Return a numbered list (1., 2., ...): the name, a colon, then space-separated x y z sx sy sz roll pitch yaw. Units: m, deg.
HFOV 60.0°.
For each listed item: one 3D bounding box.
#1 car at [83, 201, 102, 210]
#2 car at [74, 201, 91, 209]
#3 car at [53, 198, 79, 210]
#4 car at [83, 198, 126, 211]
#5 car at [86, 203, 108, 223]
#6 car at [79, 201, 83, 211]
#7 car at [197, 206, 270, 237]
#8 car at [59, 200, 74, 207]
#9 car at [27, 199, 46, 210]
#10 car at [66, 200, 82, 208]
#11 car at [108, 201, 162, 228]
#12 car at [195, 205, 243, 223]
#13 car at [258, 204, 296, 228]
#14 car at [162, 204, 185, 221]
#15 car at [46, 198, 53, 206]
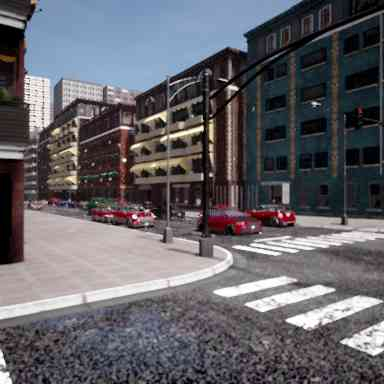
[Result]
1. car: -16.815 2.246 55.991 1.802 1.307 4.206 -1 0 -35
2. car: -19.989 2.313 60.543 1.802 1.307 4.206 -1 0 -35
3. car: -18.937 1.924 49.756 1.895 1.301 4.718 0 -1 -35
4. car: -9.601 1.629 36.197 2.150 2.045 5.566 0 -1 -35
5. car: -7.400 1.897 28.709 1.802 1.307 4.206 -1 0 -35
6. car: -16.229 2.206 50.811 1.895 1.301 4.718 0 -1 -35
7. car: 2.125 1.720 19.393 1.994 1.385 4.181 0 -1 -35
8. car: -26.336 2.417 69.646 2.008 1.369 4.403 -1 0 -35
9. car: -26.443 2.163 56.019 1.967 1.590 4.097 -1 0 -35
10. car: -23.163 2.364 65.094 1.947 1.339 4.313 -1 0 -35
11. car: -4.229 1.687 24.158 1.967 1.590 4.097 -1 0 -35
12. car: 2.228 1.837 28.685 1.802 1.307 4.206 -1 0 -35
13. car: 5.403 1.627 24.136 1.967 1.590 4.097 -1 0 -35
14. car: -2.435 1.835 31.078 1.812 1.442 4.674 0 -1 -35
15. car: -32.687 2.315 78.750 2.192 1.841 5.009 -1 0 -35
